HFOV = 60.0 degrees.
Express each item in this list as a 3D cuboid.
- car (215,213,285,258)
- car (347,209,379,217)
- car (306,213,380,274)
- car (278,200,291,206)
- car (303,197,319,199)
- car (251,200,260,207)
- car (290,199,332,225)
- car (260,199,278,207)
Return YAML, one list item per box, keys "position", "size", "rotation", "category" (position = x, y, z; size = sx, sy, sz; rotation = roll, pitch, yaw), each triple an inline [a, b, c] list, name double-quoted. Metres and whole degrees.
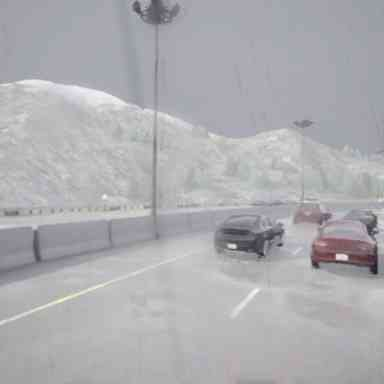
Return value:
- position: [2.512, 1.640, 13.632]
  size: [1.837, 1.490, 4.892]
  rotation: [0, 0, 28]
  category: "car"
- position: [11.490, 1.856, 22.608]
  size: [2.033, 1.411, 5.357]
  rotation: [0, -1, 32]
  category: "car"
- position: [5.203, 1.673, 11.235]
  size: [1.812, 1.442, 4.674]
  rotation: [0, -1, 27]
  category: "car"
- position: [17.692, 2.231, 59.433]
  size: [1.994, 1.385, 4.181]
  rotation: [0, -1, 44]
  category: "car"
- position: [19.959, 1.894, 56.764]
  size: [2.150, 2.045, 5.566]
  rotation: [0, -1, 43]
  category: "car"
- position: [13.194, 2.217, 64.840]
  size: [1.994, 1.385, 4.181]
  rotation: [0, -1, 43]
  category: "car"
- position: [9.616, 1.665, 26.131]
  size: [2.097, 1.767, 4.553]
  rotation: [0, -1, 33]
  category: "car"
- position: [15.331, 2.137, 61.999]
  size: [1.882, 1.535, 5.008]
  rotation: [0, -1, 43]
  category: "car"
